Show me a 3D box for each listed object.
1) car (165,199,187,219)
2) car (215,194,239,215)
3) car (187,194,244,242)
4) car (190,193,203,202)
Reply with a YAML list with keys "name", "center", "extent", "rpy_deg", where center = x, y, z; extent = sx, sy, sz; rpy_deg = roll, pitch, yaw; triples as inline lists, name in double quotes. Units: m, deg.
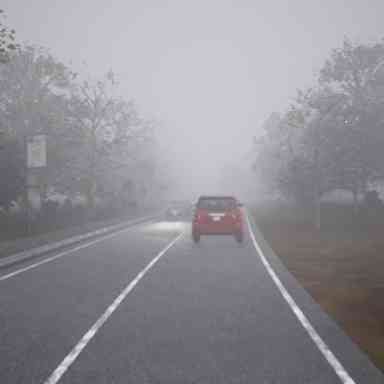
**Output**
- name: "car"
  center: [-0.956, 1.364, 27.356]
  extent: [2.128, 1.511, 4.902]
  rpy_deg: [0, 0, 8]
- name: "car"
  center: [3.482, 1.161, 32.396]
  extent: [2.097, 1.767, 4.553]
  rpy_deg: [0, 0, 8]
- name: "car"
  center: [1.279, 1.132, 15.916]
  extent: [2.150, 2.045, 5.566]
  rpy_deg: [0, 0, 6]
- name: "car"
  center: [0.968, 1.108, 68.258]
  extent: [2.128, 1.511, 4.902]
  rpy_deg: [1, 0, -5]
